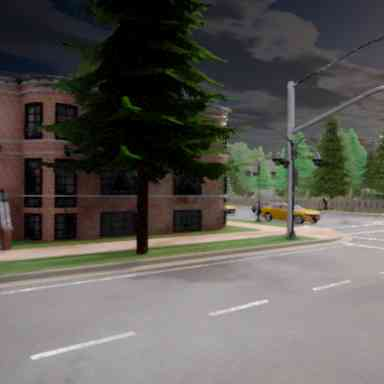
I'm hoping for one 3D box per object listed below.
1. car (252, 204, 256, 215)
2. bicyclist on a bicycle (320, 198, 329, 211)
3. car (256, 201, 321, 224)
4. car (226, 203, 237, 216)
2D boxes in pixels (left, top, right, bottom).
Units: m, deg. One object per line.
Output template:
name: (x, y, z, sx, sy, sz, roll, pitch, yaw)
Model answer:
car: (7.932, 1.649, 32.342, 2.128, 1.511, 4.902, 1, 0, -33)
bicyclist on a bicycle: (15.977, 1.537, 40.120, 1.656, 1.620, 0.582, 0, 0, -33)
car: (7.719, 1.613, 26.205, 1.882, 1.535, 5.008, 1, 0, -33)
car: (2.545, 1.605, 34.252, 1.882, 1.535, 5.008, 1, 0, -33)
